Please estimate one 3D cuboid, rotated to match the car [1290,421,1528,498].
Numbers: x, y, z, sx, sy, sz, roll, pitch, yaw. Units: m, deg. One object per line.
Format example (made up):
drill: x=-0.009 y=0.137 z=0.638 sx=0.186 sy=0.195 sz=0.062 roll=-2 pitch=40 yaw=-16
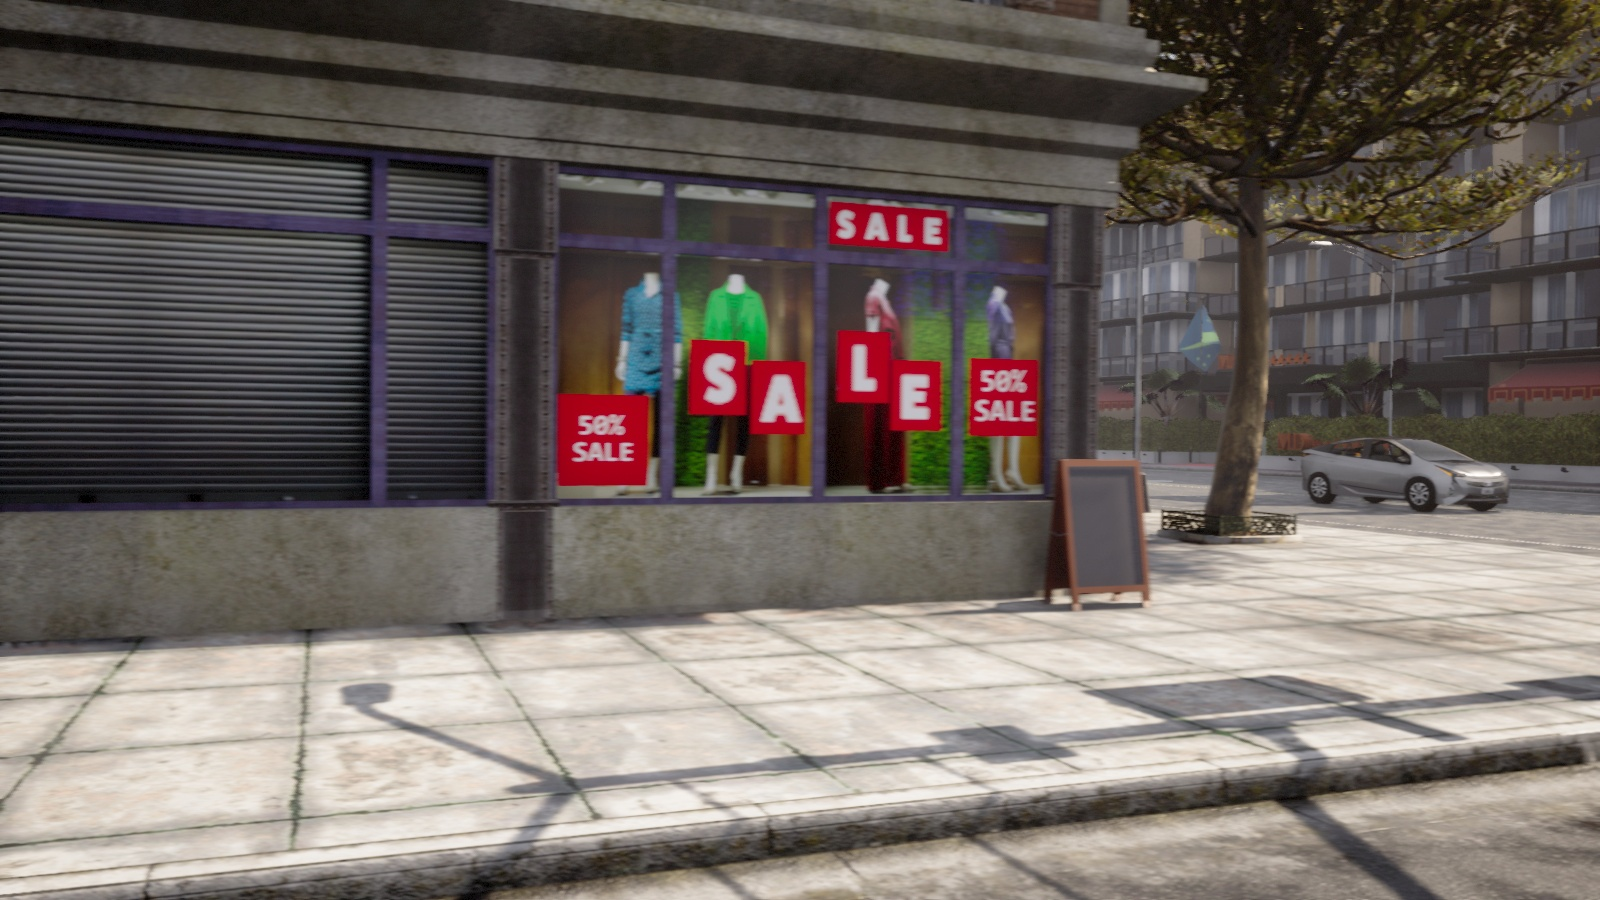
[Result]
car: x=13.109 y=0.158 z=27.371 sx=2.007 sy=1.525 sz=4.514 roll=-1 pitch=1 yaw=-21
